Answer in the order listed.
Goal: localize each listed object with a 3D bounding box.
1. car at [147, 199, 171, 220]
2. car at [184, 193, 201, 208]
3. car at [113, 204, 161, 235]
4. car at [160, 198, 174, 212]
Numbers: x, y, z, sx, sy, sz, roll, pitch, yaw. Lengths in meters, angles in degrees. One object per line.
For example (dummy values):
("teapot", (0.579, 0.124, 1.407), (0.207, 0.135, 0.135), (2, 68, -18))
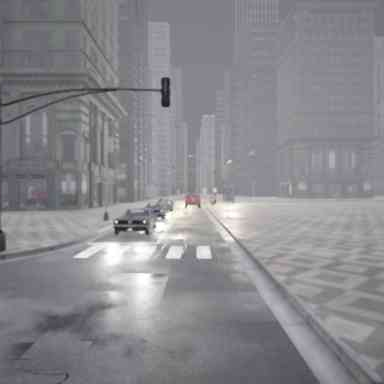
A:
("car", (-3.098, 1.564, 28.188), (1.895, 1.301, 4.718), (0, 0, 0))
("car", (0.103, 1.170, 46.485), (2.150, 2.045, 5.566), (0, 0, 0))
("car", (-3.098, 1.575, 18.844), (1.895, 1.301, 4.718), (0, 0, 0))
("car", (-3.078, 1.447, 38.266), (2.128, 1.511, 4.902), (0, 0, 0))
